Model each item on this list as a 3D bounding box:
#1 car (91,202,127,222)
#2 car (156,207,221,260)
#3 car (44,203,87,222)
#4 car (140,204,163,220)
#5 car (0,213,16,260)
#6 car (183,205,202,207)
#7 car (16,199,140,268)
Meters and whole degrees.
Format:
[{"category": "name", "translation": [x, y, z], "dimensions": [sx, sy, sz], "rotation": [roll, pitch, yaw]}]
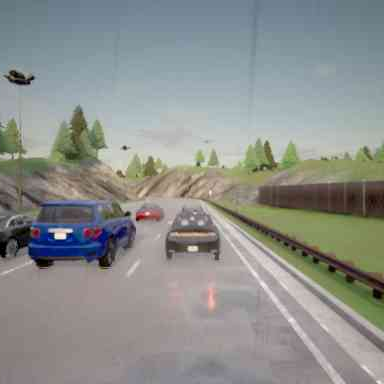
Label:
[{"category": "car", "translation": [-6.943, 1.616, 28.284], "dimensions": [1.812, 1.442, 4.674], "rotation": [0, 0, 1]}, {"category": "car", "translation": [0.049, 1.533, 12.604], "dimensions": [2.128, 1.511, 4.902], "rotation": [0, 0, 1]}, {"category": "car", "translation": [-10.446, 1.655, 27.860], "dimensions": [1.994, 1.385, 4.181], "rotation": [0, 0, 0]}, {"category": "car", "translation": [-3.447, 1.655, 27.858], "dimensions": [1.994, 1.385, 4.181], "rotation": [0, 0, 0]}, {"category": "car", "translation": [-6.951, 1.533, 12.611], "dimensions": [2.128, 1.511, 4.902], "rotation": [0, 0, 1]}, {"category": "car", "translation": [0.045, 1.688, 26.993], "dimensions": [1.895, 1.301, 4.718], "rotation": [0, 0, 1]}, {"category": "car", "translation": [-3.463, 1.260, 11.508], "dimensions": [2.150, 2.045, 5.566], "rotation": [0, 0, 1]}]
